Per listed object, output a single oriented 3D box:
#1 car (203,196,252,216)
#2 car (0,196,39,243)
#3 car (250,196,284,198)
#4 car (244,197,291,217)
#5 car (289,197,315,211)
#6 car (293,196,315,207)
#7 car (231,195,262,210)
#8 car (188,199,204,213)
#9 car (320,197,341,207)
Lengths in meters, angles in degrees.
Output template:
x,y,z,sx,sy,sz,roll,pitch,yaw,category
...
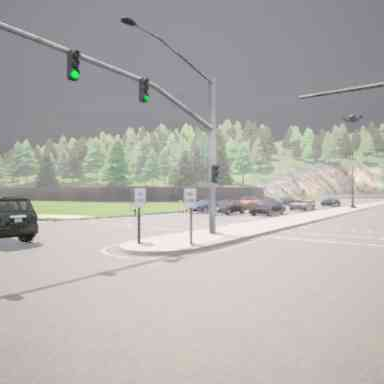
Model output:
x,y,z,sx,sy,sz,roll,pitch,yaw,category
3.617,1.487,32.981,2.128,1.511,4.902,0,0,36,car
-9.078,1.217,14.767,5.566,2.045,2.150,0,0,36,car
9.036,1.499,40.396,1.837,1.490,4.892,0,0,36,car
7.401,1.543,32.222,2.033,1.411,5.357,0,0,36,car
13.345,1.597,40.365,1.895,1.301,4.718,0,0,36,car
17.618,1.472,52.124,1.882,1.535,5.008,0,0,36,car
7.263,1.346,43.892,2.097,1.767,4.553,0,0,36,car
1.556,1.472,36.073,1.882,1.535,5.008,0,0,36,car
21.524,1.543,51.518,2.033,1.411,5.357,0,0,37,car
